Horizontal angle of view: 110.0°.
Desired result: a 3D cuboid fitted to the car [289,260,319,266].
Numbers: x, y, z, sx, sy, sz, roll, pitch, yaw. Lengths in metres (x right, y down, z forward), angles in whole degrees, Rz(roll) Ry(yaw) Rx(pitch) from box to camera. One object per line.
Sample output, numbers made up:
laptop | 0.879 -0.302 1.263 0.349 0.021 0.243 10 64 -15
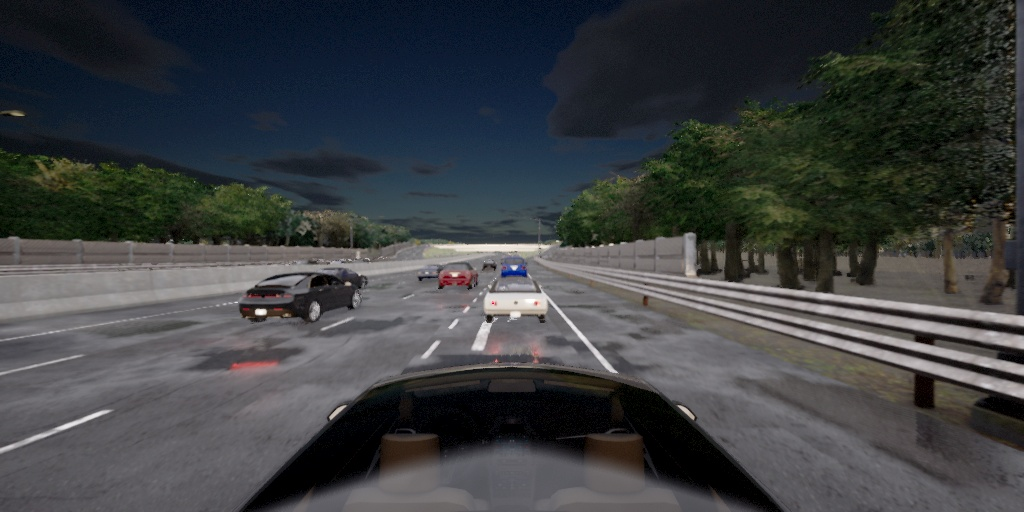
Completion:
car | -27.846 1.280 48.108 2.097 1.767 4.553 0 0 1

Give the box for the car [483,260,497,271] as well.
car | -3.231 1.390 53.767 1.882 1.535 5.008 0 0 1

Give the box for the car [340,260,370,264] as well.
car | -20.845 1.280 48.768 2.097 1.767 4.553 0 0 1

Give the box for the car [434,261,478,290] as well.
car | -3.453 1.200 23.804 2.097 1.767 4.553 0 0 0

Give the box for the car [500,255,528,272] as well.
car | 0.184 1.102 30.956 2.150 2.045 5.566 0 0 0

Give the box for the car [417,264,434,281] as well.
car | -6.815 1.428 31.302 2.033 1.411 5.357 0 0 0

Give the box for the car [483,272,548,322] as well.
car | 0.112 1.399 12.493 1.895 1.301 4.718 0 0 0

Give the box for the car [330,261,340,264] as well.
car | -24.327 1.450 50.016 1.812 1.442 4.674 0 0 1

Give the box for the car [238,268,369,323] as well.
car | -6.888 1.301 12.259 1.837 1.490 4.892 0 0 0
